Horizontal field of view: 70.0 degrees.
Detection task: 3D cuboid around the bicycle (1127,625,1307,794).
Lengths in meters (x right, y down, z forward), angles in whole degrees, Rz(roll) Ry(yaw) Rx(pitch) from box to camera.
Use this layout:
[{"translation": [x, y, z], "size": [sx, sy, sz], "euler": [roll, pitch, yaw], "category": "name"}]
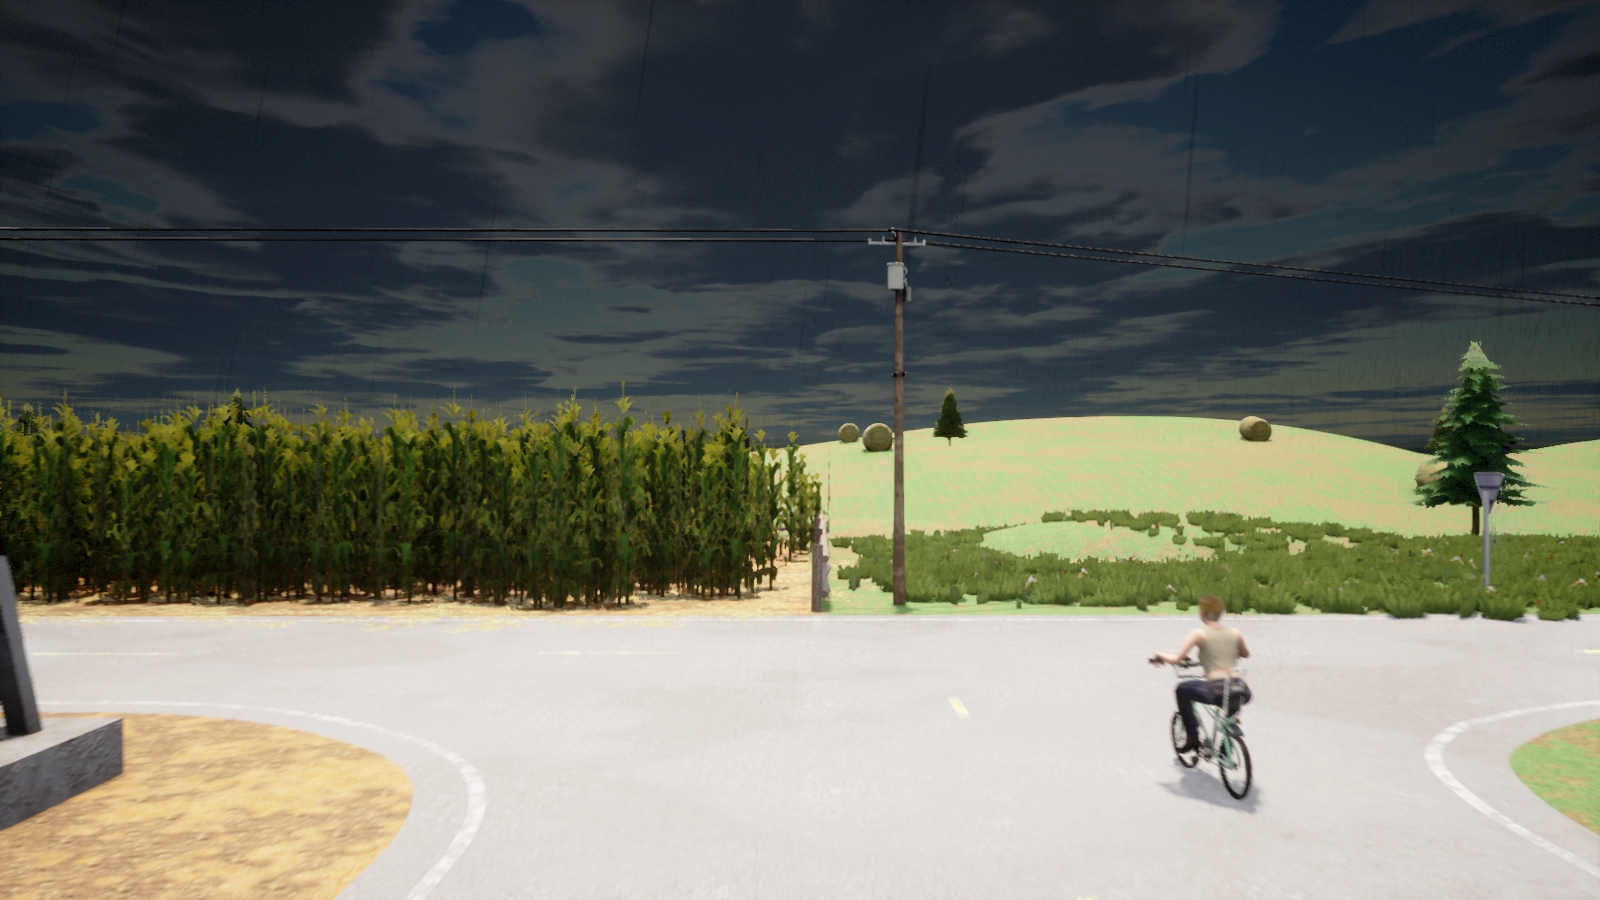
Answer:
[{"translation": [3.445, 2.125, 9.600], "size": [0.859, 1.080, 1.487], "euler": [-1, -1, -4], "category": "bicycle"}]
